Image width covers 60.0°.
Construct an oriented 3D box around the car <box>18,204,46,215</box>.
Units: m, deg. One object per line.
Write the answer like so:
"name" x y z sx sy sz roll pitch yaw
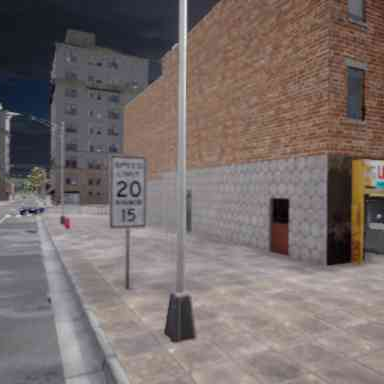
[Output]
"car" -18.493 2.021 38.748 1.895 1.301 4.718 1 -2 -11
